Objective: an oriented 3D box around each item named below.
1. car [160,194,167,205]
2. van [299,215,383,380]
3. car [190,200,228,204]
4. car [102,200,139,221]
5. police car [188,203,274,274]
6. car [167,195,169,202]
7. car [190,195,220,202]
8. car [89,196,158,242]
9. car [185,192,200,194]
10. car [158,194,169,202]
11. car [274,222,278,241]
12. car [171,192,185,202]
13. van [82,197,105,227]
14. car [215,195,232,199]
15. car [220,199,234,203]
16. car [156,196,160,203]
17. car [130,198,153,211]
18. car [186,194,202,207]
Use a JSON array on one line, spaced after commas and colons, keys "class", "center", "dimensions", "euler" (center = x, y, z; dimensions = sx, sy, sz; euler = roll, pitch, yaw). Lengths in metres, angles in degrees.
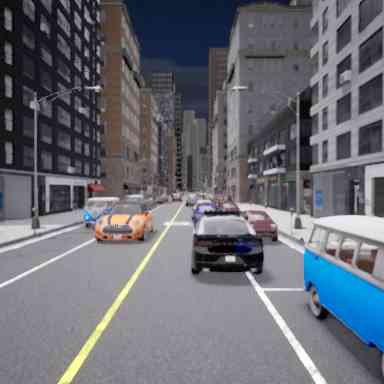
[{"class": "car", "center": [-5.569, 1.308, 54.228], "dimensions": [1.947, 1.339, 4.313], "euler": [0, 0, 0]}, {"class": "van", "center": [2.865, 1.317, 4.700], "dimensions": [1.690, 1.788, 3.998], "euler": [0, 0, 0]}, {"class": "car", "center": [0.938, 1.426, 20.382], "dimensions": [1.812, 1.442, 4.674], "euler": [0, 0, 0]}, {"class": "car", "center": [-5.620, 1.419, 26.721], "dimensions": [2.008, 1.369, 4.403], "euler": [0, 0, 0]}, {"class": "police car", "center": [0.920, 1.373, 10.491], "dimensions": [1.930, 1.638, 5.238], "euler": [0, 0, 0]}, {"class": "car", "center": [-5.559, 1.299, 59.729], "dimensions": [1.802, 1.307, 4.206], "euler": [0, 0, 0]}, {"class": "car", "center": [0.949, 1.325, 26.572], "dimensions": [1.801, 1.575, 5.366], "euler": [0, 0, 0]}, {"class": "car", "center": [-3.070, 1.273, 15.922], "dimensions": [2.097, 1.767, 4.553], "euler": [0, 0, 0]}, {"class": "car", "center": [0.113, 1.239, 60.724], "dimensions": [1.812, 1.442, 4.674], "euler": [0, 0, 0]}, {"class": "car", "center": [-5.549, 1.133, 65.230], "dimensions": [1.967, 1.590, 4.097], "euler": [0, 0, 0]}, {"class": "car", "center": [2.885, 1.504, 15.703], "dimensions": [1.802, 1.307, 4.206], "euler": [0, 0, 0]}, {"class": "car", "center": [-2.892, 1.174, 64.536], "dimensions": [1.882, 1.535, 5.008], "euler": [0, 0, 0]}, {"class": "van", "center": [-5.630, 1.236, 21.220], "dimensions": [1.690, 1.788, 3.998], "euler": [0, 0, 0]}, {"class": "car", "center": [2.915, 1.158, 32.206], "dimensions": [2.192, 1.841, 5.009], "euler": [0, 0, 0]}, {"class": "car", "center": [2.906, 1.451, 26.705], "dimensions": [1.802, 1.307, 4.206], "euler": [0, 0, 0]}, {"class": "car", "center": [-5.589, 1.373, 43.226], "dimensions": [1.802, 1.307, 4.206], "euler": [0, 0, 0]}, {"class": "car", "center": [-5.599, 1.383, 37.724], "dimensions": [1.947, 1.339, 4.313], "euler": [0, 0, 0]}, {"class": "car", "center": [0.105, 1.338, 47.217], "dimensions": [1.994, 1.385, 4.181], "euler": [0, 0, 0]}]
